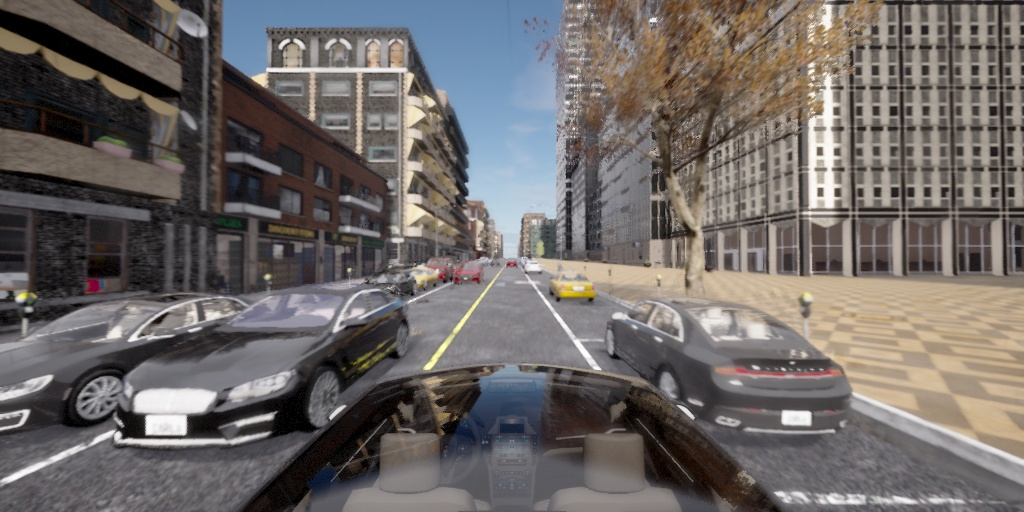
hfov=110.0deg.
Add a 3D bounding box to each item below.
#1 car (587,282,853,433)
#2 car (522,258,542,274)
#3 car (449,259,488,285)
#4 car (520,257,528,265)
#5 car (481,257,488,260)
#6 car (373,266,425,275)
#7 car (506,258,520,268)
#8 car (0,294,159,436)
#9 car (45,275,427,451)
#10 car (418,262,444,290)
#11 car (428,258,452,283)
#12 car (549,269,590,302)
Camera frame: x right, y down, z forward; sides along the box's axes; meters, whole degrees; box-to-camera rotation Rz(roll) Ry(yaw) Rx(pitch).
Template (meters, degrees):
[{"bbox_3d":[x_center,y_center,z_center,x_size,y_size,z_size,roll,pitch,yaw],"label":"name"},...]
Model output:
[{"bbox_3d":[2.692,1.301,5.584,2.007,1.370,4.403,0,0,0],"label":"car"},{"bbox_3d":[2.355,1.289,40.686,1.812,1.442,4.674,0,0,0],"label":"car"},{"bbox_3d":[-3.095,1.235,26.515,1.882,1.535,5.008,0,0,0],"label":"car"},{"bbox_3d":[2.696,1.213,61.281,1.967,1.591,4.097,0,0,0],"label":"car"},{"bbox_3d":[-5.685,1.339,61.282,1.948,1.339,4.313,0,0,0],"label":"car"},{"bbox_3d":[-5.688,1.320,16.726,1.948,1.339,4.313,0,0,0],"label":"car"},{"bbox_3d":[0.005,1.250,59.837,1.882,1.535,5.008,0,0,0],"label":"car"},{"bbox_3d":[-5.689,1.301,5.586,2.007,1.370,4.403,0,0,0],"label":"car"},{"bbox_3d":[-3.051,1.243,5.637,2.128,1.511,4.902,0,0,0],"label":"car"},{"bbox_3d":[-5.687,1.281,22.125,1.751,1.417,4.829,0,0,0],"label":"car"},{"bbox_3d":[-5.687,1.072,27.865,2.192,1.841,5.009,0,0,0],"label":"car"},{"bbox_3d":[2.693,1.279,16.894,1.751,1.417,4.829,0,0,0],"label":"car"}]
